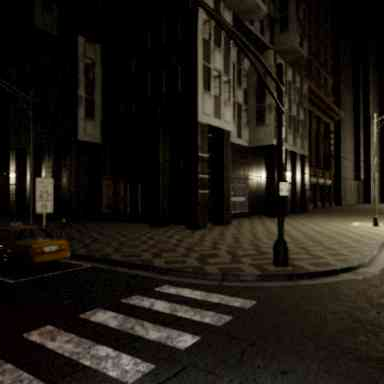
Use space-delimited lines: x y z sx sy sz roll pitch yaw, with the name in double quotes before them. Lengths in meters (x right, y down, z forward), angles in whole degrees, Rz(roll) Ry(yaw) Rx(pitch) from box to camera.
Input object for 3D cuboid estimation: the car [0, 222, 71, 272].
"car" -6.157 1.719 11.432 4.829 1.417 1.752 -1 -1 36
